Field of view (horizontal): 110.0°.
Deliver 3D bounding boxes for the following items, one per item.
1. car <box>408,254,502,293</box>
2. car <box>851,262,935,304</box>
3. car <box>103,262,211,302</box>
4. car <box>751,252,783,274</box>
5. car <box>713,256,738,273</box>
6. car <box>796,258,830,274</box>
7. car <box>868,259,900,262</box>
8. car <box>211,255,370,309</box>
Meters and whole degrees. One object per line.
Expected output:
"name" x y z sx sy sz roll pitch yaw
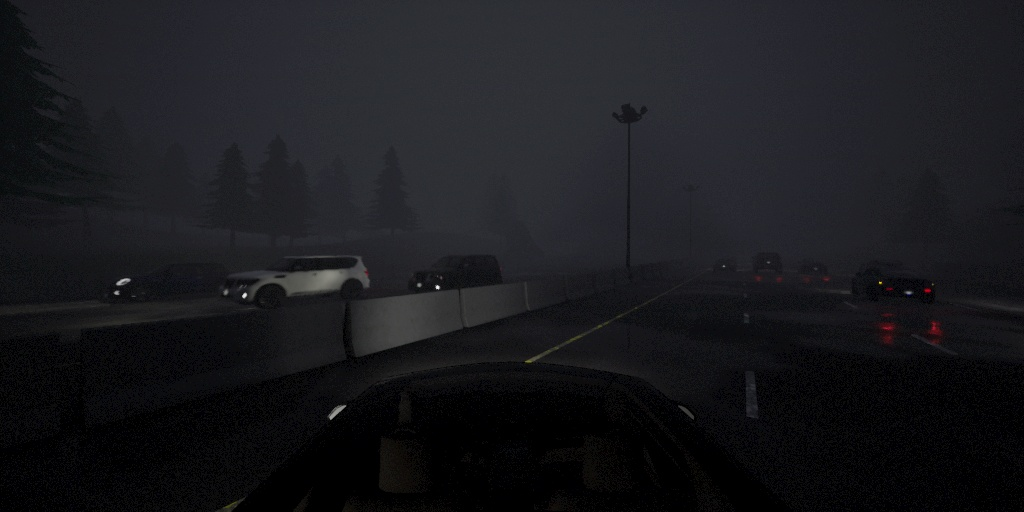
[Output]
"car" -2.683 0.938 18.460 2.150 2.045 5.566 0 0 33
"car" 16.716 1.198 15.901 1.812 1.442 4.674 0 1 33
"car" -16.031 1.087 17.122 2.097 1.767 4.553 0 0 33
"car" 24.556 0.628 34.552 2.150 2.045 5.566 0 1 33
"car" 21.991 0.956 37.039 1.994 1.385 4.181 0 1 33
"car" 28.106 0.915 33.602 1.812 1.442 4.674 0 0 33
"car" 28.234 0.987 27.334 1.837 1.490 4.892 0 1 33
"car" -8.871 0.957 15.312 2.150 2.045 5.566 0 0 33
